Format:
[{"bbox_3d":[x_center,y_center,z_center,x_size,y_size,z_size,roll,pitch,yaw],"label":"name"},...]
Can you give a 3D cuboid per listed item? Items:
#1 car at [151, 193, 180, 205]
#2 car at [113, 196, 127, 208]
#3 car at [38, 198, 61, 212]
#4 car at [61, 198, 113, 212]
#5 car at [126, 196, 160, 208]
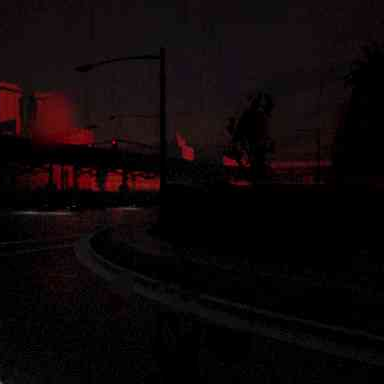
[{"bbox_3d":[-4.211,1.030,52.956,2.097,1.767,4.553,0,1,37],"label":"car"},{"bbox_3d":[-9.726,1.309,45.660,2.128,1.511,4.902,0,1,37],"label":"car"},{"bbox_3d":[-15.242,1.453,38.355,1.812,1.442,4.674,0,0,37],"label":"car"},{"bbox_3d":[-11.675,1.409,37.269,1.837,1.490,4.892,0,1,37],"label":"car"},{"bbox_3d":[-5.806,1.335,45.044,2.033,1.411,5.357,0,1,37],"label":"car"}]
